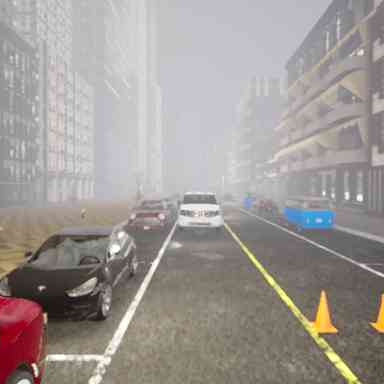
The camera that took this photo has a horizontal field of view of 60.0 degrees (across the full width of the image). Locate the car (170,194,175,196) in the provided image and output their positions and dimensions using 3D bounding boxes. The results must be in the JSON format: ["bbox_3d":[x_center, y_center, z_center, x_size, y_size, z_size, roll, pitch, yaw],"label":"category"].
[{"bbox_3d":[-2.090,1.158,29.156,2.008,1.369,4.403,0,1,1],"label":"car"}]

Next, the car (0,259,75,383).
[{"bbox_3d":[-2.333,1.511,1.546,1.887,1.381,4.507,0,1,1],"label":"car"}]

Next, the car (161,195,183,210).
[{"bbox_3d":[-2.042,1.088,34.679,2.008,1.369,4.403,0,1,1],"label":"car"}]

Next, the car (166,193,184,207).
[{"bbox_3d":[-1.993,0.908,40.201,1.967,1.590,4.097,0,1,1],"label":"car"}]

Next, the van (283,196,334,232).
[{"bbox_3d":[6.193,1.129,18.037,1.690,1.788,3.998,0,1,1],"label":"van"}]

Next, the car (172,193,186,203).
[{"bbox_3d":[-1.896,0.896,51.246,1.947,1.339,4.313,0,1,1],"label":"car"}]

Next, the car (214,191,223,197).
[{"bbox_3d":[6.775,0.521,84.306,1.887,1.381,4.507,0,1,1],"label":"car"}]

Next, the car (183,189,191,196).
[{"bbox_3d":[-1.508,0.124,95.422,2.192,1.841,5.009,0,1,1],"label":"car"}]

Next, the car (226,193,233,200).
[{"bbox_3d":[6.582,0.801,62.217,1.947,1.339,4.313,0,1,1],"label":"car"}]

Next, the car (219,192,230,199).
[{"bbox_3d":[6.631,0.693,67.908,1.752,1.417,4.829,0,1,1],"label":"car"}]

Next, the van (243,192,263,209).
[{"bbox_3d":[6.339,0.919,34.602,1.690,1.788,3.998,0,1,1],"label":"van"}]

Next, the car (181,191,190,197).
[{"bbox_3d":[-1.605,0.502,84.380,1.947,1.339,4.313,0,1,1],"label":"car"}]

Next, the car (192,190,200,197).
[{"bbox_3d":[1.108,0.277,86.400,2.097,1.767,4.553,0,1,0],"label":"car"}]

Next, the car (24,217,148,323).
[{"bbox_3d":[-2.285,1.459,7.069,1.947,1.339,4.313,0,1,1],"label":"car"}]

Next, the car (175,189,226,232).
[{"bbox_3d":[0.412,0.977,18.483,2.150,2.045,5.566,0,1,1],"label":"car"}]

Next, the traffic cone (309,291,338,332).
[{"bbox_3d":[2.117,1.891,5.365,0.340,0.580,0.340,0,1,1],"label":"traffic cone"}]

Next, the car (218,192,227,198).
[{"bbox_3d":[6.679,0.628,73.431,1.752,1.417,4.829,0,1,1],"label":"car"}]

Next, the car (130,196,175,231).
[{"bbox_3d":[-2.187,1.188,18.112,1.967,1.590,4.097,0,1,1],"label":"car"}]

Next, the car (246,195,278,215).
[{"bbox_3d":[6.290,1.192,29.083,1.887,1.381,4.507,0,1,1],"label":"car"}]

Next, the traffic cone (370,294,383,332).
[{"bbox_3d":[3.116,1.896,5.357,0.340,0.580,0.340,0,1,1],"label":"traffic cone"}]
